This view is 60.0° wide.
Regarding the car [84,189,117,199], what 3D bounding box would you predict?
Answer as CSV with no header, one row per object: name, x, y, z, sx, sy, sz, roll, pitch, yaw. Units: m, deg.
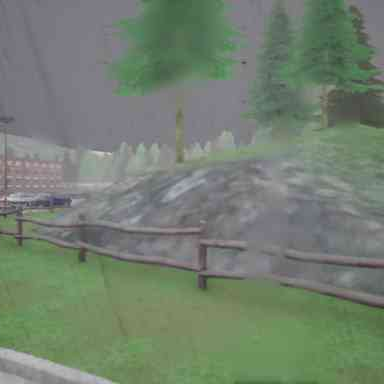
car,-15.386,0.337,56.165,2.128,1.511,4.902,1,1,21

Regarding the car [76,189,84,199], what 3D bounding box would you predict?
car,-18.759,0.294,57.156,1.882,1.535,5.008,1,1,21

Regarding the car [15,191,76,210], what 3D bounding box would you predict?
car,-13.706,0.816,31.449,1.882,1.535,5.008,1,1,21

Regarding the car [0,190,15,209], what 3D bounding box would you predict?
car,-16.986,0.832,32.665,1.812,1.442,4.674,1,1,21
